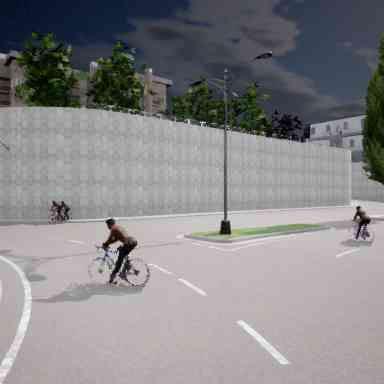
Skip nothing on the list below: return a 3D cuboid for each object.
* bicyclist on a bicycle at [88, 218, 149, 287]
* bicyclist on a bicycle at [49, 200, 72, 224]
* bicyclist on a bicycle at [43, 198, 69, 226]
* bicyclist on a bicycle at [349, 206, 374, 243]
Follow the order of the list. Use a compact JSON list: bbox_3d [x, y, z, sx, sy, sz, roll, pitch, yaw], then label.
[{"bbox_3d":[-1.780,1.455,7.943,1.656,1.620,0.582,-2,-1,17],"label":"bicyclist on a bicycle"},{"bbox_3d":[-9.030,1.424,23.433,0.582,1.620,1.656,10,9,23],"label":"bicyclist on a bicycle"},{"bbox_3d":[-9.619,1.387,23.638,0.582,1.620,1.656,0,9,21],"label":"bicyclist on a bicycle"},{"bbox_3d":[7.664,1.453,15.087,0.582,1.620,1.656,0,0,-9],"label":"bicyclist on a bicycle"}]
